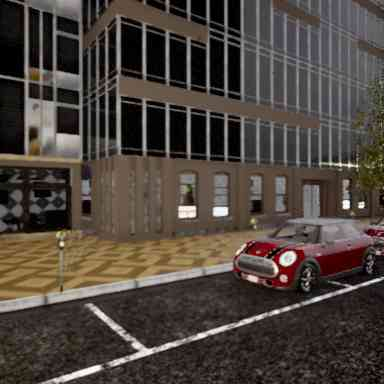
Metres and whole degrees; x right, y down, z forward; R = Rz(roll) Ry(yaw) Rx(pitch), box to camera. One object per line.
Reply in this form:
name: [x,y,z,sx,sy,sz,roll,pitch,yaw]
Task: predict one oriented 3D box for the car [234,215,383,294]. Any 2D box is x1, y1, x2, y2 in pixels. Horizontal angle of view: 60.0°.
car: [3.007,1.441,8.711,4.097,1.590,1.967,0,0,-36]
